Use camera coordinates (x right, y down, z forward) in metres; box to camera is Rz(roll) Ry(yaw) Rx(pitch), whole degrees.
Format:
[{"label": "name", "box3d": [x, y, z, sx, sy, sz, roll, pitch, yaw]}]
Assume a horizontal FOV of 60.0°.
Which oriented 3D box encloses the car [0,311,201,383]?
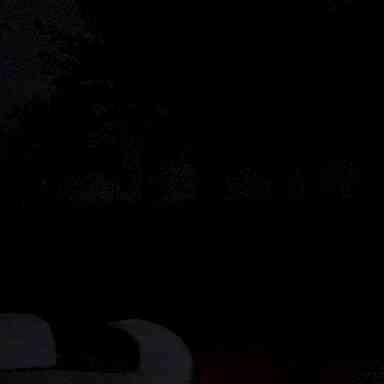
[{"label": "car", "box3d": [-1.984, 1.524, 1.577, 4.674, 1.442, 1.812, 0, 0, -36]}]
